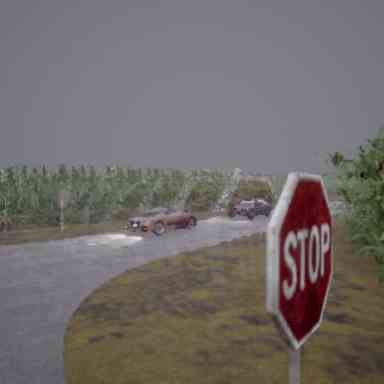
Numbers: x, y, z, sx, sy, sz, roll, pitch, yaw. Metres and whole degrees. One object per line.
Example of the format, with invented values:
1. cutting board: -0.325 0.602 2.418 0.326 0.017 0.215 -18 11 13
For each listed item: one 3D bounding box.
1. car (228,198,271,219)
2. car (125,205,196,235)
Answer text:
1. car: 4.676 1.236 26.343 1.812 1.442 4.674 1 1 38
2. car: -1.616 1.449 18.277 1.994 1.385 4.181 1 1 38
